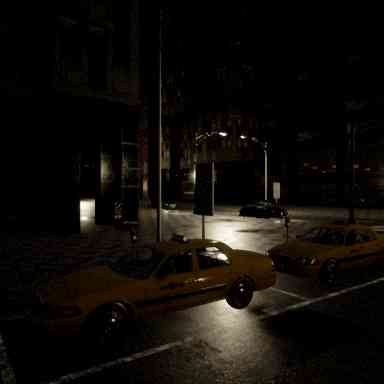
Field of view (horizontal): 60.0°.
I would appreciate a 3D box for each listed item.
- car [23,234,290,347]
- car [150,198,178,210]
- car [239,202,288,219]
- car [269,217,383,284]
[{"bbox_3d":[-0.468,1.526,6.305,4.829,1.417,1.752,0,0,-35],"label":"car"},{"bbox_3d":[-3.508,1.419,40.553,1.812,1.442,4.674,0,0,-36],"label":"car"},{"bbox_3d":[5.841,1.505,27.533,1.994,1.385,4.181,0,0,-36],"label":"car"},{"bbox_3d":[4.099,1.526,9.548,4.829,1.417,1.752,0,0,-35],"label":"car"}]
